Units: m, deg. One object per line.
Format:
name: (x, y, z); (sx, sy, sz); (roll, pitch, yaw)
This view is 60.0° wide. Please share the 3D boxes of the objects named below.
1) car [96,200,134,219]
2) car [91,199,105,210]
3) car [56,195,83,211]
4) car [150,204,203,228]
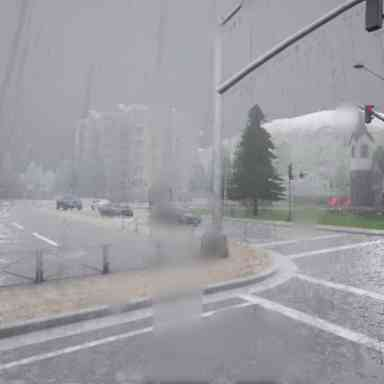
car: (-7.095, 1.706, 31.366); (1.994, 1.385, 4.181); (1, 0, -36)
car: (-11.730, 1.706, 43.737); (1.812, 1.442, 4.674); (1, 0, -36)
car: (-16.231, 1.361, 43.906); (2.150, 2.045, 5.566); (1, -1, -36)
car: (-1.195, 1.648, 23.355); (1.837, 1.490, 4.892); (1, 0, -36)
